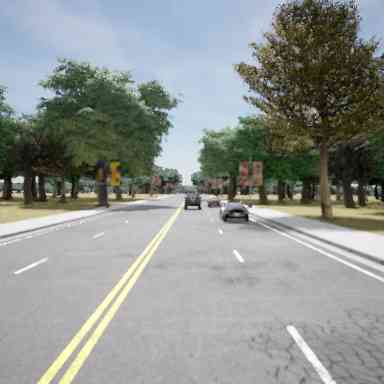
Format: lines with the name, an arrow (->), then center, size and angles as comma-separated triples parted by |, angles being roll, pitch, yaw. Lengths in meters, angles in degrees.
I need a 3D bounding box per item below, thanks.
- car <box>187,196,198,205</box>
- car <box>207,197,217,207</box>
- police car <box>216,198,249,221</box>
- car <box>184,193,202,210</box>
car -> 0.017, 1.461, 57.506 | 1.837, 1.490, 4.892 | 0, 0, 0
car -> 3.275, 1.501, 49.478 | 1.812, 1.442, 4.674 | 0, 0, 0
police car -> 3.337, 1.499, 27.043 | 2.038, 1.542, 4.974 | 0, 0, 0
car -> 0.112, 1.208, 43.393 | 2.150, 2.045, 5.566 | 0, 0, 0
